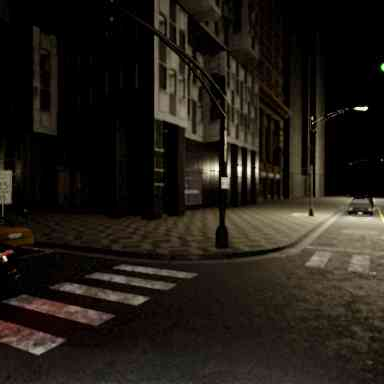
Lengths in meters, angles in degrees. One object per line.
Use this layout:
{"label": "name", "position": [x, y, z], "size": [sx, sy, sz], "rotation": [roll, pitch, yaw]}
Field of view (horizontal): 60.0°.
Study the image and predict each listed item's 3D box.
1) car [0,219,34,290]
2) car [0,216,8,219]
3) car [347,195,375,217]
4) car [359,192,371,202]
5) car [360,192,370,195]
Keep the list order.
{"label": "car", "position": [-5.873, 1.423, 6.673], "size": [4.902, 1.511, 2.128], "rotation": [-1, 1, 18]}
{"label": "car", "position": [-7.867, 1.404, 12.104], "size": [4.829, 1.417, 1.752], "rotation": [0, 1, 28]}
{"label": "car", "position": [14.165, 1.210, 27.904], "size": [2.033, 1.411, 5.357], "rotation": [0, 1, 28]}
{"label": "car", "position": [29.259, 0.829, 56.232], "size": [1.837, 1.490, 4.892], "rotation": [0, 1, 28]}
{"label": "car", "position": [20.847, 1.079, 40.447], "size": [1.994, 1.385, 4.181], "rotation": [0, 1, 28]}
